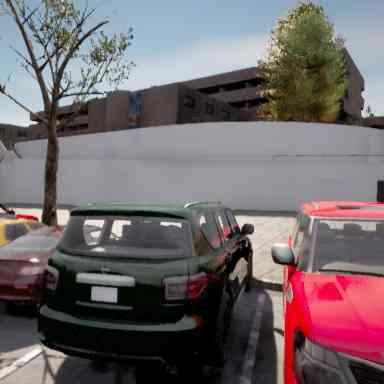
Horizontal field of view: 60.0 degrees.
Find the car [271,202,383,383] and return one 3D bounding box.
[{"bbox_3d":[2.262,1.180,4.159,2.435,2.045,5.566,1,-1,15],"label":"car"}]

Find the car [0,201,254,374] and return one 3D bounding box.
[{"bbox_3d":[-0.187,1.182,5.955,2.435,2.045,5.566,0,-1,15],"label":"car"}]
